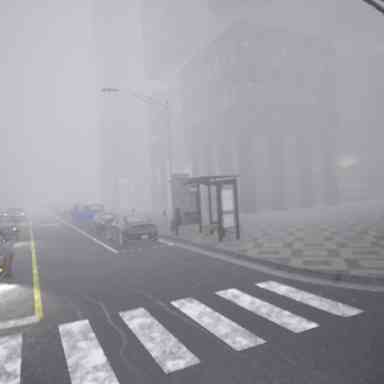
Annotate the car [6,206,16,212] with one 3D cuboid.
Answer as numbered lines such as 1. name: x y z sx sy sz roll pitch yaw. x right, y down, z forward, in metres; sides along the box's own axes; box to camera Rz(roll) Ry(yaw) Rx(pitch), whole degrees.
1. car: -45.542 4.223 83.743 1.887 1.381 4.507 -3 0 -26

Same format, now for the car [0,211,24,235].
1. car: -11.765 2.201 20.758 1.812 1.442 4.674 -3 0 -26

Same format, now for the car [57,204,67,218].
1. car: -15.450 2.493 41.614 1.802 1.307 4.206 -3 0 -26

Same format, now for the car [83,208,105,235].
1. car: -5.473 1.905 21.222 1.802 1.307 4.206 -3 0 -26

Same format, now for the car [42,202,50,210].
1. car: -32.925 3.270 77.302 2.192 1.841 5.009 -3 0 -26

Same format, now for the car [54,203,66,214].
1. car: -17.944 2.642 46.712 1.802 1.307 4.206 -3 0 -26

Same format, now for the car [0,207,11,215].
1. car: -35.492 3.601 63.198 1.752 1.417 4.829 -3 0 -26

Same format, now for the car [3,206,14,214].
1. car: -40.480 3.899 73.394 1.752 1.417 4.829 -3 0 -26

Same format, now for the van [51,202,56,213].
1. van: -20.452 2.551 51.811 1.690 1.788 3.998 -3 0 -26

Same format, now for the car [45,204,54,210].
1. car: -35.482 3.634 82.553 1.752 1.417 4.829 -3 0 -26

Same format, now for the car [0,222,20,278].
1. car: -6.866 1.954 10.742 1.994 1.385 4.181 -3 0 -26

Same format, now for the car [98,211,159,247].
1. car: -2.980 1.729 16.124 2.008 1.369 4.403 -3 0 -26

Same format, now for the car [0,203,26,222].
1. car: -19.809 2.500 37.292 2.097 1.767 4.553 -3 0 -26

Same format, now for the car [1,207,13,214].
1. car: -38.058 3.795 68.449 1.947 1.339 4.313 -3 0 -26

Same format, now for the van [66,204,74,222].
1. van: -10.475 1.957 31.418 1.690 1.788 3.998 -3 0 -26

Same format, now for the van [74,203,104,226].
1. van: -7.981 1.810 26.321 1.690 1.788 3.998 -3 0 -26

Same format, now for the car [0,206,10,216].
1. car: -33.077 3.371 58.253 1.967 1.590 4.097 -3 0 -26

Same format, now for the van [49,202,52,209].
1. van: -22.946 2.700 56.909 1.690 1.788 3.998 -3 0 -26
